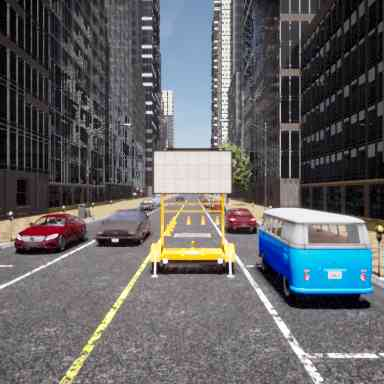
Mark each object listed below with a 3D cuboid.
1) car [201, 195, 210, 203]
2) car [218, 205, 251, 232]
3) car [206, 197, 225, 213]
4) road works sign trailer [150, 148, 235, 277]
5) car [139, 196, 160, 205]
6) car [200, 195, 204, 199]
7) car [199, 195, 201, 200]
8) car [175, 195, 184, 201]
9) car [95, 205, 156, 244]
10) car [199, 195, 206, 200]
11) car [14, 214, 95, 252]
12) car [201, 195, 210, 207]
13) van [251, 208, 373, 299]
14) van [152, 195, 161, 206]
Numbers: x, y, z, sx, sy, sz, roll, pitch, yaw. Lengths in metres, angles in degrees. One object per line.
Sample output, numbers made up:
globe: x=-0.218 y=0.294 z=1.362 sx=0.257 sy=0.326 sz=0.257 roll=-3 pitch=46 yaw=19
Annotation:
car: x=2.842 y=1.401 z=70.763 sx=1.967 sy=1.590 sz=4.097 roll=0 pitch=0 yaw=0
car: x=2.732 y=1.581 z=19.531 sx=1.802 sy=1.307 sz=4.206 roll=0 pitch=0 yaw=0
car: x=2.769 y=1.581 z=36.609 sx=1.802 sy=1.307 sz=4.206 roll=0 pitch=0 yaw=0
road works sign trailer: x=0.022 y=0.464 z=10.172 sx=2.380 sy=3.560 sz=2.880 roll=0 pitch=0 yaw=0
car: x=-5.600 y=1.548 z=42.323 sx=2.008 sy=1.369 sz=4.403 roll=0 pitch=0 yaw=0
car: x=2.805 y=1.538 z=53.686 sx=2.008 sy=1.369 sz=4.403 roll=0 pitch=0 yaw=0
car: x=2.830 y=1.410 z=65.071 sx=1.967 sy=1.590 sz=4.097 roll=0 pitch=0 yaw=0
car: x=-2.833 y=1.512 z=78.461 sx=1.994 sy=1.385 sz=4.181 roll=0 pitch=0 yaw=0
car: x=-3.066 y=1.547 z=15.969 sx=2.033 sy=1.411 sz=5.357 roll=0 pitch=0 yaw=0
car: x=2.891 y=1.462 z=93.534 sx=1.887 sy=1.381 sz=4.507 roll=0 pitch=0 yaw=0
car: x=-5.661 y=1.582 z=13.860 sx=1.802 sy=1.307 sz=4.206 roll=0 pitch=0 yaw=0
car: x=2.793 y=1.544 z=47.994 sx=2.008 sy=1.369 sz=4.403 roll=0 pitch=0 yaw=0
van: x=2.708 y=1.341 z=8.147 sx=1.690 sy=1.788 sz=3.998 roll=0 pitch=0 yaw=0
van: x=-5.575 y=1.328 z=53.708 sx=1.690 sy=1.788 sz=3.998 roll=0 pitch=0 yaw=0
